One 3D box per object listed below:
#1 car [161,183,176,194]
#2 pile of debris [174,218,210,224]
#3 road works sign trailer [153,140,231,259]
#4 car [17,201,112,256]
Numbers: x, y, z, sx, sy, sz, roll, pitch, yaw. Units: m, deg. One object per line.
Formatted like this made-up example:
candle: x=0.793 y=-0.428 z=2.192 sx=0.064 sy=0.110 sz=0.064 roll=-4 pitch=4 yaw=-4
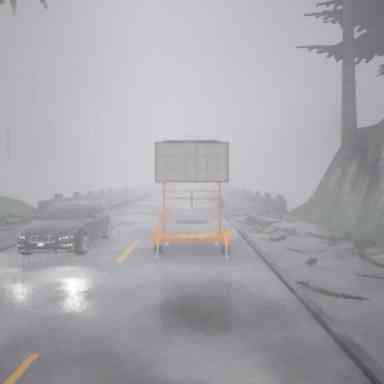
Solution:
car: x=-4.051 y=-0.725 z=58.129 sx=2.150 sy=2.045 sz=5.566 roll=0 pitch=2 yaw=1
pile of debris: x=-0.001 y=1.560 z=18.010 sx=1.860 sy=0.140 sz=1.500 roll=0 pitch=2 yaw=0
road works sign trailer: x=-0.001 y=0.093 z=10.957 sx=2.380 sy=3.560 sz=2.880 roll=0 pitch=2 yaw=0
car: x=-4.101 y=1.119 z=11.444 sx=1.837 sy=1.490 sz=4.892 roll=0 pitch=1 yaw=0
